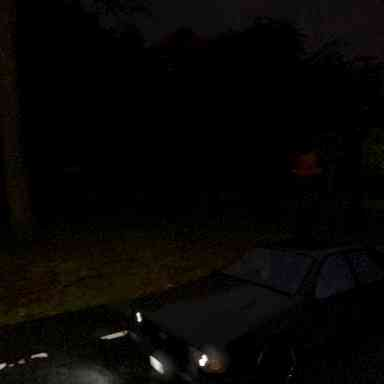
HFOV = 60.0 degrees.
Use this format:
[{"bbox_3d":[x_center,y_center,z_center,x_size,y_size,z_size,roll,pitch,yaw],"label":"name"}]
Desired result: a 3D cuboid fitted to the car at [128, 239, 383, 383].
[{"bbox_3d":[1.771,1.516,5.255,5.357,1.411,2.033,0,0,-35],"label":"car"}]
